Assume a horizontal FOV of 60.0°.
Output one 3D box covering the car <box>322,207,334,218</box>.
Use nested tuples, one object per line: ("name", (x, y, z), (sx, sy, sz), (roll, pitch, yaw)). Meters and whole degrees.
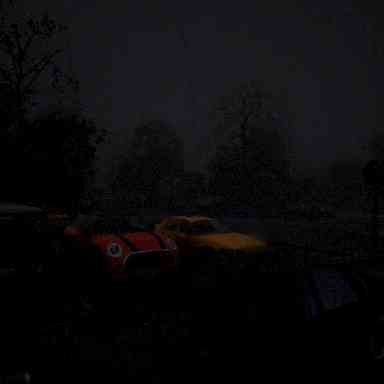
("car", (12.886, 1.824, 35.777), (2.185, 1.767, 4.553), (2, -1, -36))

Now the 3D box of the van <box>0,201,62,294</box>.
("van", (-4.764, 1.245, 8.014), (1.878, 1.987, 4.442), (0, 0, -36))

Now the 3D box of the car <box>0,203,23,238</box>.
("car", (-11.060, 1.471, 18.686), (1.946, 1.575, 5.366), (0, 0, -36))

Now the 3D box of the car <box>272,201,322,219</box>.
("car", (10.340, 1.914, 33.882), (2.002, 1.452, 4.674), (2, -1, -36))

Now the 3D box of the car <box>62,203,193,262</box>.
("car", (-2.253, 1.355, 9.724), (2.185, 1.767, 4.553), (1, 0, -36))

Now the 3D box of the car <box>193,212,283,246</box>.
("car", (0.238, 1.499, 11.257), (1.946, 1.575, 5.366), (1, 0, -36))

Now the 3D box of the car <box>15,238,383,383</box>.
("car", (0.887, 1.552, 4.318), (5.357, 1.411, 2.033), (0, 0, -36))

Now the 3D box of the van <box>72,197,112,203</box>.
("van", (-6.460, 1.282, 21.637), (1.878, 1.987, 4.442), (1, 0, -36))
